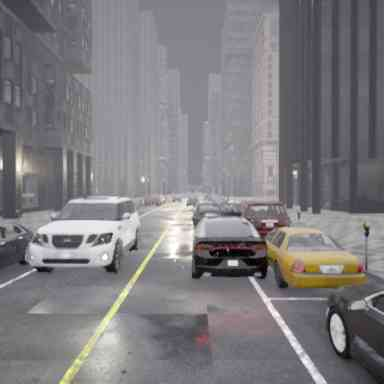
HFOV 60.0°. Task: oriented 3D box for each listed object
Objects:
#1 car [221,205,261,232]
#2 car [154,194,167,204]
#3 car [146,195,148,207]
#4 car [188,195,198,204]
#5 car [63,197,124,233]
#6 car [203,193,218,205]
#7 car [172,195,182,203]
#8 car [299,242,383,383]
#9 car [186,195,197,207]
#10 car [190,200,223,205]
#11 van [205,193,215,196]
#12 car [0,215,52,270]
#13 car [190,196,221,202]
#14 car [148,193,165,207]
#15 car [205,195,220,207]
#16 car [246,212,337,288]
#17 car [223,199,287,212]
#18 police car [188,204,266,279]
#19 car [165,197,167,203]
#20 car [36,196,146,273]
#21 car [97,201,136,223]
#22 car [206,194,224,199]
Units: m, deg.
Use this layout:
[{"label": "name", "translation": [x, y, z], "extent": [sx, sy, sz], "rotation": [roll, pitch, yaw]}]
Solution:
[{"label": "car", "translation": [2.827, 1.508, 19.968], "extent": [1.802, 1.307, 4.206], "rotation": [0, 0, 0]}, {"label": "car", "translation": [-5.565, 1.226, 59.207], "extent": [1.967, 1.590, 4.097], "rotation": [0, 0, 0]}, {"label": "car", "translation": [-5.661, 1.326, 31.197], "extent": [1.967, 1.590, 4.097], "rotation": [0, 0, 0]}, {"label": "car", "translation": [0.208, 1.284, 61.128], "extent": [1.837, 1.490, 4.892], "rotation": [0, 0, 0]}, {"label": "car", "translation": [-5.699, 1.241, 19.993], "extent": [2.192, 1.841, 5.009], "rotation": [0, 0, 0]}, {"label": "car", "translation": [2.941, 1.121, 53.577], "extent": [2.192, 1.841, 5.009], "rotation": [0, 0, 0]}, {"label": "car", "translation": [-2.783, 1.348, 63.981], "extent": [2.033, 1.411, 5.357], "rotation": [0, 0, 0]}, {"label": "car", "translation": [2.770, 1.539, 3.163], "extent": [2.008, 1.369, 4.403], "rotation": [0, 0, 0]}, {"label": "car", "translation": [0.190, 1.429, 47.228], "extent": [1.895, 1.301, 4.718], "rotation": [0, 0, 1]}, {"label": "car", "translation": [0.967, 1.432, 19.968], "extent": [1.837, 1.490, 4.892], "rotation": [0, 0, 0]}, {"label": "van", "translation": [2.902, 1.187, 42.374], "extent": [1.690, 1.788, 3.998], "rotation": [0, 0, 0]}, {"label": "car", "translation": [-5.737, 1.518, 8.789], "extent": [2.008, 1.369, 4.403], "rotation": [0, 0, 0]}, {"label": "car", "translation": [0.969, 1.360, 26.158], "extent": [1.801, 1.575, 5.366], "rotation": [0, 0, 0]}, {"label": "car", "translation": [-5.604, 1.140, 48.003], "extent": [2.192, 1.841, 5.009], "rotation": [0, 0, 0]}, {"label": "car", "translation": [2.922, 1.266, 47.975], "extent": [1.967, 1.590, 4.097], "rotation": [0, 0, 0]}, {"label": "car", "translation": [2.789, 1.492, 8.934], "extent": [1.752, 1.417, 4.829], "rotation": [0, 0, 0]}, {"label": "car", "translation": [2.807, 1.262, 14.365], "extent": [2.192, 1.841, 5.009], "rotation": [0, 0, 0]}, {"label": "police car", "translation": [0.933, 1.388, 10.077], "extent": [1.930, 1.638, 5.238], "rotation": [0, 0, 0]}, {"label": "car", "translation": [-5.584, 1.332, 53.436], "extent": [1.752, 1.417, 4.829], "rotation": [0, 0, 0]}, {"label": "car", "translation": [-3.065, 1.181, 10.836], "extent": [2.150, 2.045, 5.566], "rotation": [0, 0, 0]}, {"label": "car", "translation": [-5.679, 1.472, 25.595], "extent": [1.947, 1.339, 4.313], "rotation": [0, 0, 0]}, {"label": "car", "translation": [2.884, 1.306, 36.772], "extent": [1.967, 1.590, 4.097], "rotation": [0, 0, 0]}]
